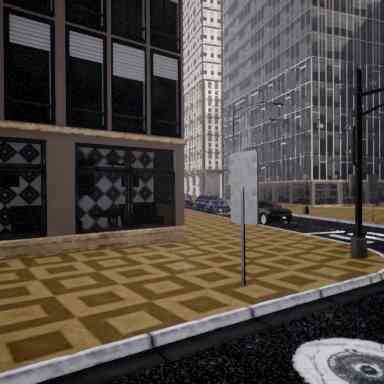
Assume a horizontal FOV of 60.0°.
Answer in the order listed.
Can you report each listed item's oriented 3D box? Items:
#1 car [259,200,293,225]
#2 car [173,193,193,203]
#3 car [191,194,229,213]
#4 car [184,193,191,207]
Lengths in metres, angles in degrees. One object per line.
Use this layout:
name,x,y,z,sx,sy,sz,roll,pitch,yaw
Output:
car,4.888,1.278,22.856,1.882,1.535,5.008,-1,1,-19
car,-1.488,0.901,51.082,1.812,1.442,4.674,-1,1,-19
car,1.839,1.020,31.929,2.097,1.767,4.553,-1,1,-19
car,-1.315,1.094,41.349,1.994,1.385,4.181,-1,1,-18
